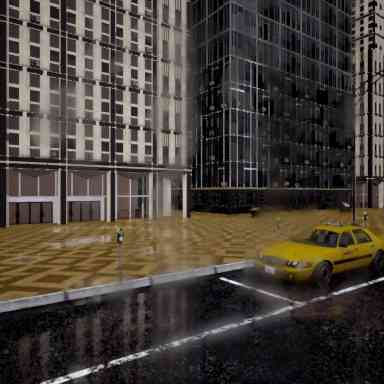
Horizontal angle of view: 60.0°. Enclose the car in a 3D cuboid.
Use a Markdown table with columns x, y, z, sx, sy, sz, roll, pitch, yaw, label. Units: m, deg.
| x | y | z | sx | sy | sz | roll | pitch | yaw | label |
| --- | --- | --- | --- | --- | --- | --- | --- | --- | --- |
| 3.808 | 1.526 | 9.264 | 4.829 | 1.417 | 1.752 | 0 | 0 | -35 | car |
